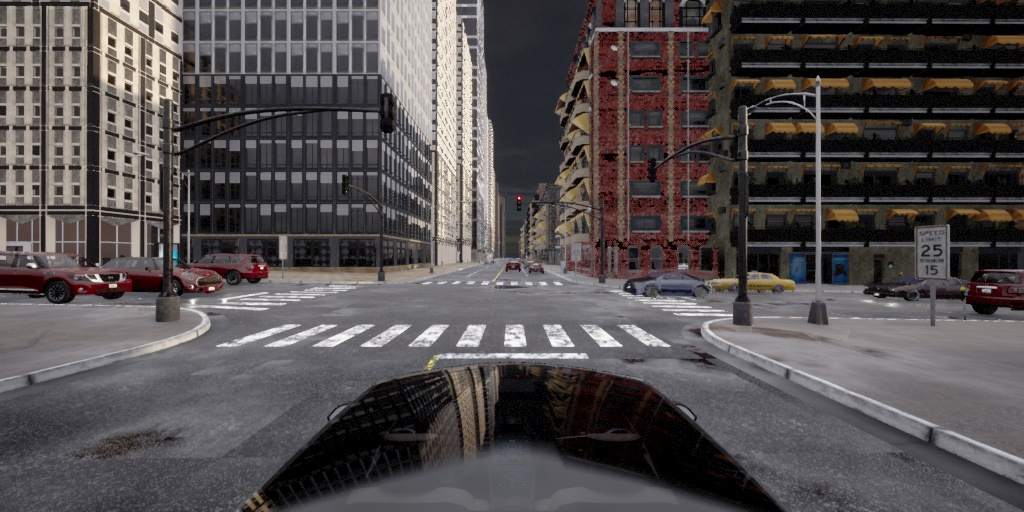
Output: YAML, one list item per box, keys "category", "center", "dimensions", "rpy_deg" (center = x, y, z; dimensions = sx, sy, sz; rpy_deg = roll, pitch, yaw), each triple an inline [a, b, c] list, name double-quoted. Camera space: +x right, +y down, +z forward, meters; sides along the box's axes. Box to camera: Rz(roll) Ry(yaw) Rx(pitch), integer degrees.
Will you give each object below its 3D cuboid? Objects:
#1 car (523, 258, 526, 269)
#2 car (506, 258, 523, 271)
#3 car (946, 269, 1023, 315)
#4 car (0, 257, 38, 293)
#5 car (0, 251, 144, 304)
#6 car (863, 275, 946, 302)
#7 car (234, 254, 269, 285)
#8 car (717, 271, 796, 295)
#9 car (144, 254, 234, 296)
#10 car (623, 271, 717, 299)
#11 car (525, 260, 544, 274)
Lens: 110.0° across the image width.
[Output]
- category: "car"
  center: [2.769, 1.317, 54.723]
  dimensions: [2.007, 1.370, 4.403]
  rpy_deg: [0, 0, 0]
- category: "car"
  center: [0.166, 1.241, 48.390]
  dimensions: [1.882, 1.535, 5.008]
  rpy_deg: [0, 0, 0]
- category: "car"
  center: [20.616, 1.461, 13.785]
  dimensions: [5.009, 1.841, 2.192]
  rpy_deg: [0, 0, 0]
- category: "car"
  center: [-24.941, 0.789, 16.018]
  dimensions: [5.008, 1.535, 1.882]
  rpy_deg: [1, 0, -1]
- category: "car"
  center: [-17.558, 0.757, 13.477]
  dimensions: [5.009, 1.841, 2.192]
  rpy_deg: [0, 0, 0]
- category: "car"
  center: [22.546, 1.742, 19.556]
  dimensions: [5.357, 1.411, 2.033]
  rpy_deg: [1, 0, 0]
- category: "car"
  center: [-17.680, 0.776, 21.856]
  dimensions: [5.009, 1.841, 2.192]
  rpy_deg: [0, 0, 0]
- category: "car"
  center: [14.660, 1.587, 22.090]
  dimensions: [4.829, 1.417, 1.751]
  rpy_deg: [0, 0, 0]
- category: "car"
  center: [-15.722, 0.835, 16.082]
  dimensions: [4.553, 1.767, 2.097]
  rpy_deg: [1, 0, 0]
- category: "car"
  center: [8.163, 1.496, 19.140]
  dimensions: [4.181, 1.385, 1.994]
  rpy_deg: [1, 0, -6]
- category: "car"
  center: [2.800, 1.341, 41.805]
  dimensions: [1.802, 1.307, 4.207]
  rpy_deg: [0, 0, 0]
